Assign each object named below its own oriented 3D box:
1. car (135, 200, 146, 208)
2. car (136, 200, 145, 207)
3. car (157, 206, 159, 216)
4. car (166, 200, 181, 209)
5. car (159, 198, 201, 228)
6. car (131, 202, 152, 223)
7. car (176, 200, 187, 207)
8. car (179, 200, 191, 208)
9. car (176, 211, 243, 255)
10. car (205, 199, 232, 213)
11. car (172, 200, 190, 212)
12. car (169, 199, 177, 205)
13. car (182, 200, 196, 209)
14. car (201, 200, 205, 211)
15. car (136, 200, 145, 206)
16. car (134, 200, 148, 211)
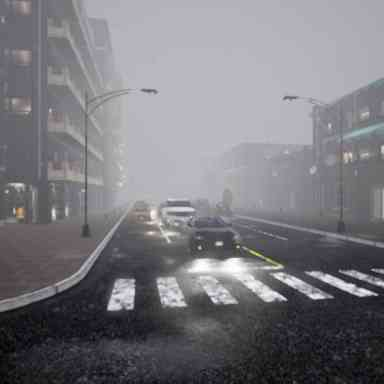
[{"bbox_3d":[-9.720,2.284,62.981,1.947,1.339,4.313,-1,-1,-9],"label":"car"},{"bbox_3d":[-10.610,2.329,68.588,1.887,1.381,4.507,-1,-1,-9],"label":"car"},{"bbox_3d":[-2.689,1.876,35.344,1.882,1.535,5.008,0,-1,-9],"label":"car"},{"bbox_3d":[-3.352,2.174,59.828,2.128,1.511,4.902,0,-1,-9],"label":"car"},{"bbox_3d":[-1.069,1.501,25.032,2.150,2.045,5.566,0,-1,-9],"label":"car"},{"bbox_3d":[-4.432,1.852,29.160,1.752,1.417,4.829,-1,-1,-9],"label":"car"},{"bbox_3d":[-2.328,2.382,69.872,1.802,1.307,4.206,-1,-1,-9],"label":"car"},{"bbox_3d":[-1.439,2.316,64.266,1.802,1.307,4.206,-1,-1,-9],"label":"car"},{"bbox_3d":[0.676,1.719,14.019,1.994,1.385,4.181,0,-1,-9],"label":"car"},{"bbox_3d":[3.027,1.849,36.237,1.967,1.590,4.097,-1,-1,-9],"label":"car"},{"bbox_3d":[-1.735,2.055,49.660,2.128,1.511,4.902,0,-1,-9],"label":"car"},{"bbox_3d":[-5.023,2.526,86.862,1.752,1.417,4.829,-1,-1,-9],"label":"car"},{"bbox_3d":[-0.577,2.196,58.827,1.752,1.417,4.829,-1,-1,-9],"label":"car"},{"bbox_3d":[2.118,2.056,41.838,1.802,1.307,4.206,-1,-1,-9],"label":"car"},{"bbox_3d":[-11.499,2.400,74.195,2.008,1.369,4.403,-1,-1,-9],"label":"car"},{"bbox_3d":[-7.949,2.028,51.767,1.967,1.590,4.097,-1,-1,-9],"label":"car"}]
